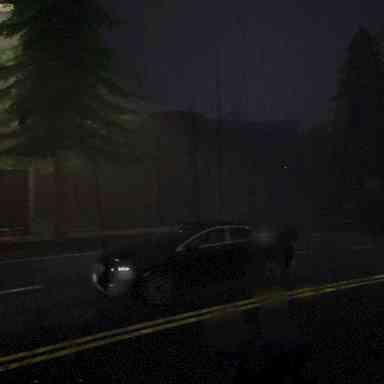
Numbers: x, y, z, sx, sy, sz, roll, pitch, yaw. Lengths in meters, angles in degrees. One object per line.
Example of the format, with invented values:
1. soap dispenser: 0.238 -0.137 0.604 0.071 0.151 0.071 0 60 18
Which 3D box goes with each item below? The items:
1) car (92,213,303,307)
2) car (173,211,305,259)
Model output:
1. car: 0.205 1.437 7.859 4.902 1.511 2.128 0 0 -29
2. car: 1.819 1.506 12.694 4.718 1.301 1.895 0 0 -25
